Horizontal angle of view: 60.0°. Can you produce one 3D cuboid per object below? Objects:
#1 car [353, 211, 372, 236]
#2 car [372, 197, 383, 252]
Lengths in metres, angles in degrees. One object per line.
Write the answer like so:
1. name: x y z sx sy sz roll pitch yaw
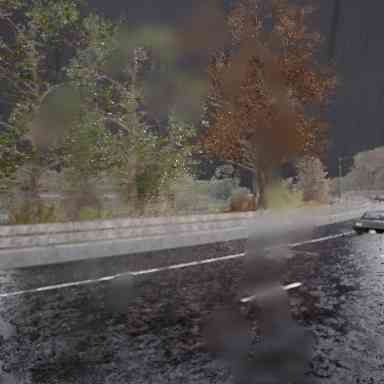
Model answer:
1. car: 10.326 1.643 17.766 1.895 1.301 4.718 0 0 44
2. car: 8.032 1.245 10.622 5.566 2.045 2.150 0 0 -42
